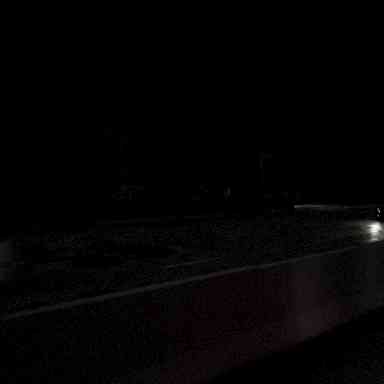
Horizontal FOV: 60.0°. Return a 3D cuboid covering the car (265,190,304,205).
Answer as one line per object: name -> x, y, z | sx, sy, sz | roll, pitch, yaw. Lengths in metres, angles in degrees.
car -> 12.091, 0.704, 45.936 | 2.150, 2.045, 5.566 | -1, 1, -39

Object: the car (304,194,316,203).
car -> 16.951, 0.937, 51.572 | 1.994, 1.385, 4.181 | -1, 1, -35

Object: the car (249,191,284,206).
car -> 9.240, 1.012, 43.998 | 1.882, 1.535, 5.008 | -1, 1, -35

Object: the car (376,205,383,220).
car -> 14.579, 1.132, 22.802 | 5.008, 1.535, 1.882 | -1, 1, -35
